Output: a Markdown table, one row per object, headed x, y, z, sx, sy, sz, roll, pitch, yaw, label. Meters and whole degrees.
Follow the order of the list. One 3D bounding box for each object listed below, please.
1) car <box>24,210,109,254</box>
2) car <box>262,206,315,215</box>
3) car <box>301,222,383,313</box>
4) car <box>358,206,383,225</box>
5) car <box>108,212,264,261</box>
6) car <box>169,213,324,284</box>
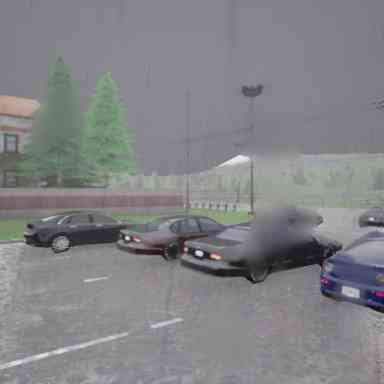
| x | y | z | sx | sy | sz | roll | pitch | yaw | label |
| --- | --- | --- | --- | --- | --- | --- | --- | --- | --- |
| -4.172 | 1.513 | 13.674 | 4.892 | 1.490 | 1.837 | 0 | 0 | -35 | car |
| 6.025 | 1.573 | 20.943 | 5.357 | 1.411 | 2.033 | 0 | 0 | -36 | car |
| 4.579 | 1.537 | 7.010 | 4.674 | 1.442 | 1.812 | 0 | 0 | -36 | car |
| 12.479 | 1.598 | 21.249 | 4.181 | 1.385 | 1.994 | 0 | 0 | -36 | car |
| -0.058 | 1.558 | 12.307 | 5.357 | 1.411 | 2.033 | 0 | 0 | -35 | car |
| 2.220 | 1.558 | 9.629 | 5.357 | 1.411 | 2.033 | 0 | 0 | -36 | car |
